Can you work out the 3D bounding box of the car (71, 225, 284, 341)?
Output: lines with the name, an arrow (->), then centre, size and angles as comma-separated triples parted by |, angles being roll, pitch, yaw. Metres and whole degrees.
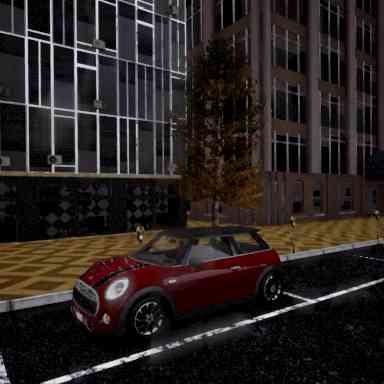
car -> -0.156, 1.439, 6.429 | 4.097, 1.590, 1.967 | 0, -1, -35
